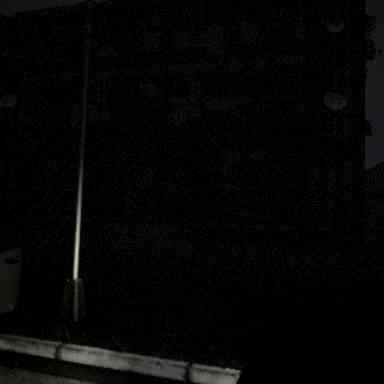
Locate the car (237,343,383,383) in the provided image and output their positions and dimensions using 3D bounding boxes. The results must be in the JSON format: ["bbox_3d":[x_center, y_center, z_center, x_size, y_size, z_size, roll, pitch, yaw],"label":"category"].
[{"bbox_3d":[2.761,1.746,2.206,5.008,1.535,1.882,2,-3,14],"label":"car"}]
